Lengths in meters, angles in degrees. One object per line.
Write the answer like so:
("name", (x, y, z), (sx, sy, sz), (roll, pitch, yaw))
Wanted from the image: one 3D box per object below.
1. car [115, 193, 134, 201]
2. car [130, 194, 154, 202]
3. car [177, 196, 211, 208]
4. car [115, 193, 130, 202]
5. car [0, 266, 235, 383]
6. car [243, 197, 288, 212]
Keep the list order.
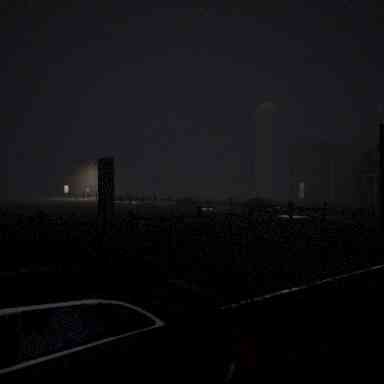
("car", (-13.535, 0.905, 66.048), (1.837, 1.490, 4.892), (-1, 1, -36))
("car", (-8.677, 1.084, 59.318), (1.895, 1.301, 4.718), (-1, 1, -36))
("car", (0.154, 1.237, 42.127), (2.033, 1.411, 5.357), (-1, 1, -36))
("car", (-11.966, 1.035, 59.129), (2.033, 1.411, 5.357), (-1, 1, -35))
("car", (-1.862, 1.493, 2.666), (4.902, 1.511, 2.128), (0, 0, -35))
("car", (7.071, 1.306, 32.507), (1.837, 1.490, 4.892), (-1, 1, -36))
